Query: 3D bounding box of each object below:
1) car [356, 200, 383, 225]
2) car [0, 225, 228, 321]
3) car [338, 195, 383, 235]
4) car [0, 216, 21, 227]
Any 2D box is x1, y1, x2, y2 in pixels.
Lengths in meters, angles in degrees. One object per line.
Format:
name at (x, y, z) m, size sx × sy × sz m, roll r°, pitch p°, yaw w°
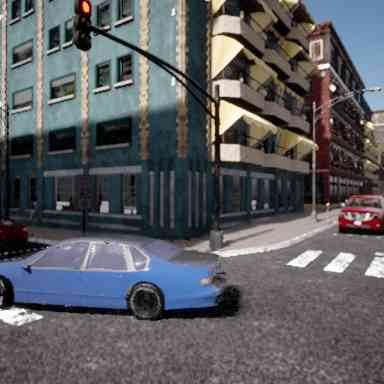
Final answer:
car at (12.436, 1.291, 22.368) m, size 1.887 × 1.381 × 4.507 m, roll 1°, pitch 1°, yaw 35°
car at (-1.965, 1.596, 6.975) m, size 5.357 × 1.411 × 2.033 m, roll 0°, pitch 0°, yaw 11°
car at (9.268, 1.121, 17.782) m, size 2.192 × 1.841 × 5.009 m, roll 1°, pitch 1°, yaw 35°
car at (-8.771, 1.696, 14.474) m, size 4.206 × 1.307 × 1.802 m, roll 0°, pitch 0°, yaw 35°
